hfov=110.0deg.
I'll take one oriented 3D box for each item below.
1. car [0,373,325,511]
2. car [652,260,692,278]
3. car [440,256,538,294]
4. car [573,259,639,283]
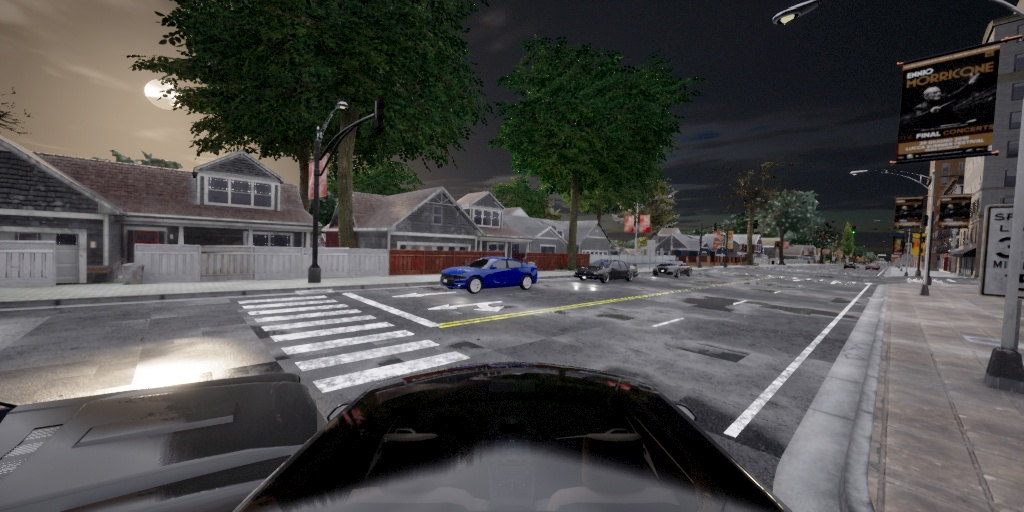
[{"bbox_3d":[-3.318,1.273,1.430,4.718,1.301,1.895,1,2,-33],"label":"car"},{"bbox_3d":[13.580,1.029,30.262,4.181,1.385,1.994,1,2,-44],"label":"car"},{"bbox_3d":[-0.943,0.778,16.588,5.008,1.535,1.882,1,2,-43],"label":"car"},{"bbox_3d":[6.302,0.928,23.424,5.357,1.411,2.033,1,2,-43],"label":"car"}]
